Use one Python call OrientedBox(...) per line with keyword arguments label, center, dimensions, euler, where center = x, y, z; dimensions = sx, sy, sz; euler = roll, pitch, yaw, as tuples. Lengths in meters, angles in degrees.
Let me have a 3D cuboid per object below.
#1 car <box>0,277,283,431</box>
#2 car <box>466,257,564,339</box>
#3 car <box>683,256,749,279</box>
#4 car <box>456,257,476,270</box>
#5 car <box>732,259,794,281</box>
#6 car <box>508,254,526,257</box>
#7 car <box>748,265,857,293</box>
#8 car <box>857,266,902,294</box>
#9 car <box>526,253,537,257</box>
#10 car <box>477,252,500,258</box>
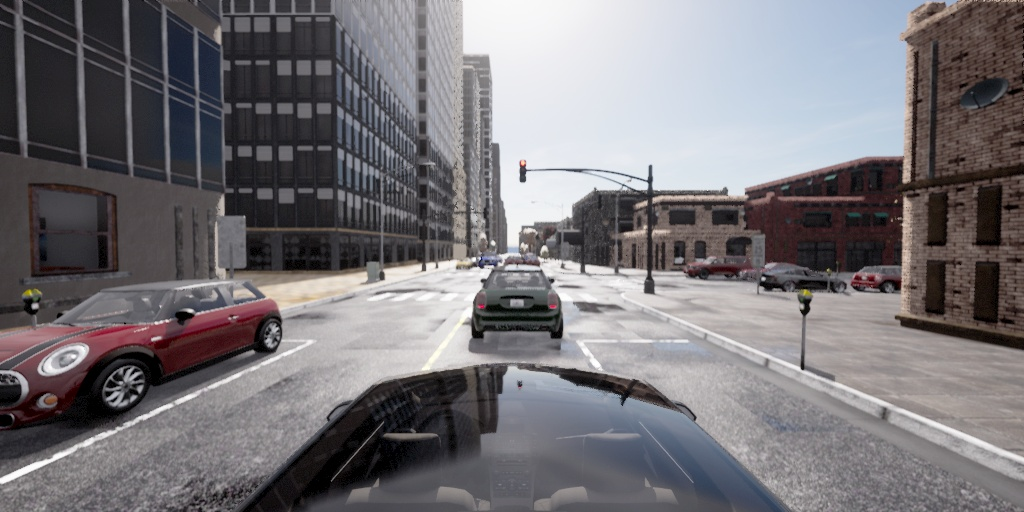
OrientedBox(label="car", center=(-5.682, 1.151, 5.663), dimensions=(1.967, 1.591, 4.097), euler=(0, 0, 0))
OrientedBox(label="car", center=(0.155, 1.020, 9.947), dimensions=(2.097, 1.767, 4.553), euler=(0, 1, 1))
OrientedBox(label="car", center=(16.585, 0.902, 28.862), dimensions=(5.009, 1.841, 2.192), euler=(0, 0, 1))
OrientedBox(label="car", center=(-5.726, 0.862, 43.439), dimensions=(1.751, 1.417, 4.829), euler=(0, 0, 0))
OrientedBox(label="car", center=(19.173, 1.204, 26.218), dimensions=(4.674, 1.442, 1.812), euler=(1, 1, 1))
OrientedBox(label="car", center=(0.196, 0.715, 40.858), dimensions=(2.097, 1.767, 4.553), euler=(0, 1, 0))
OrientedBox(label="car", center=(16.458, 1.365, 20.485), dimensions=(4.313, 1.339, 1.948), euler=(0, 0, 1))
OrientedBox(label="car", center=(22.005, 1.293, 20.401), dimensions=(4.097, 1.591, 1.967), euler=(0, 0, 1))
OrientedBox(label="car", center=(2.807, 0.721, 49.177), dimensions=(1.967, 1.591, 4.097), euler=(0, 0, 0))
OrientedBox(label="car", center=(-2.979, 0.534, 45.773), dimensions=(2.150, 2.045, 5.566), euler=(0, 1, 1))
